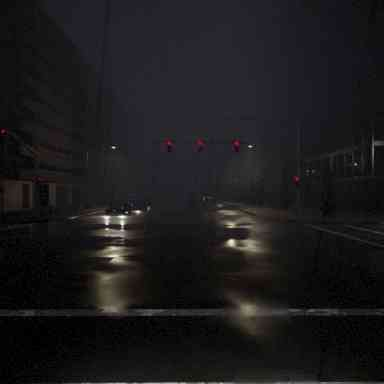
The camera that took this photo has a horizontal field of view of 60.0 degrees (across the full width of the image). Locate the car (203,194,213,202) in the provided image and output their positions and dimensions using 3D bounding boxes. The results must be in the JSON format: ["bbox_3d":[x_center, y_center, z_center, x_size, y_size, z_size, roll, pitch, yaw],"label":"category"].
[{"bbox_3d":[3.456,1.355,74.574,2.097,1.767,4.553,0,0,1],"label":"car"}]

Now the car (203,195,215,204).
[{"bbox_3d":[3.453,1.491,64.709,2.128,1.511,4.902,0,0,1],"label":"car"}]

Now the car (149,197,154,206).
[{"bbox_3d":[-7.347,1.547,54.594,2.033,1.411,5.357,0,0,1],"label":"car"}]

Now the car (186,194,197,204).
[{"bbox_3d":[-0.046,1.564,64.617,1.994,1.385,4.181,0,0,1],"label":"car"}]

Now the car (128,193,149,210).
[{"bbox_3d":[-7.457,1.221,44.130,2.150,2.045,5.566,0,0,1],"label":"car"}]

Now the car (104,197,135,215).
[{"bbox_3d":[-7.471,1.526,34.219,1.812,1.442,4.674,0,0,0],"label":"car"}]
